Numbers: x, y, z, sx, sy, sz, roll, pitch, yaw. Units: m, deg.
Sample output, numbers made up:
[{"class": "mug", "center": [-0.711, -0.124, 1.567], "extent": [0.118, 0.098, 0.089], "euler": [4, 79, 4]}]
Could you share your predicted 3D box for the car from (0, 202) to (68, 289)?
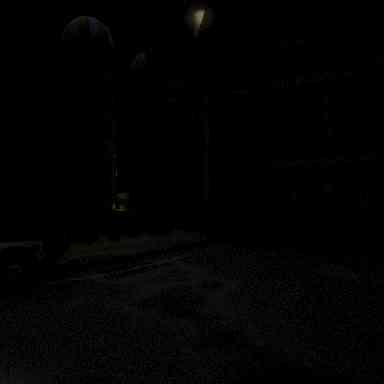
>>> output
[{"class": "car", "center": [-5.210, 1.271, 8.429], "extent": [3.866, 1.878, 1.905], "euler": [-2, 5, -7]}]
